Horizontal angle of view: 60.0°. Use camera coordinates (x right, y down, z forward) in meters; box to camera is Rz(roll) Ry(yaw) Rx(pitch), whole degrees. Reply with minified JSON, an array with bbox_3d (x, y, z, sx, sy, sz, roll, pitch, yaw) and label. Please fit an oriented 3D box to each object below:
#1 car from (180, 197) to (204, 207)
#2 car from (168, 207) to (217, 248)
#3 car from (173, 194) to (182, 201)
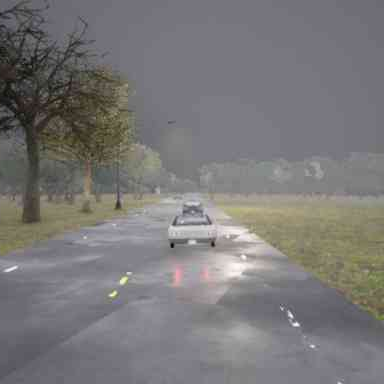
[{"bbox_3d":[0.077,1.440,29.604,1.812,1.442,4.674,0,0,0],"label":"car"},{"bbox_3d":[0.016,1.574,14.634,1.895,1.301,4.718,-1,0,0],"label":"car"},{"bbox_3d":[-3.292,1.206,75.937,1.837,1.490,4.892,0,0,0],"label":"car"}]
